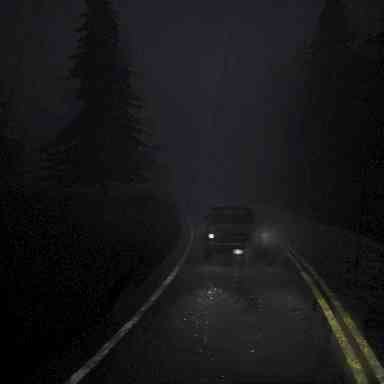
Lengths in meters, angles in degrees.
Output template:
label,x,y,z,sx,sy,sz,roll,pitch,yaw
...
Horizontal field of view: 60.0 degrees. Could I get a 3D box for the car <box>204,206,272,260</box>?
label,x,y,z,sx,sy,sz,roll,pitch,yaw
car,1.349,1.194,10.986,1.895,1.301,4.718,1,2,3
